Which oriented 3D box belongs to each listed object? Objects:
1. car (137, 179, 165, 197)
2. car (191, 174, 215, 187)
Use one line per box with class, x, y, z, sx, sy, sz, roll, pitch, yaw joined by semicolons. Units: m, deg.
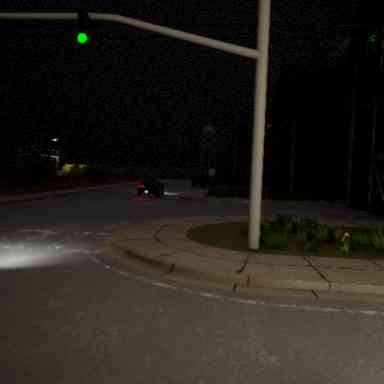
car;-3.657;-0.418;30.356;1.837;1.490;4.892;2;3;4
car;1.732;-1.731;50.031;1.905;1.878;3.866;-8;7;-38
